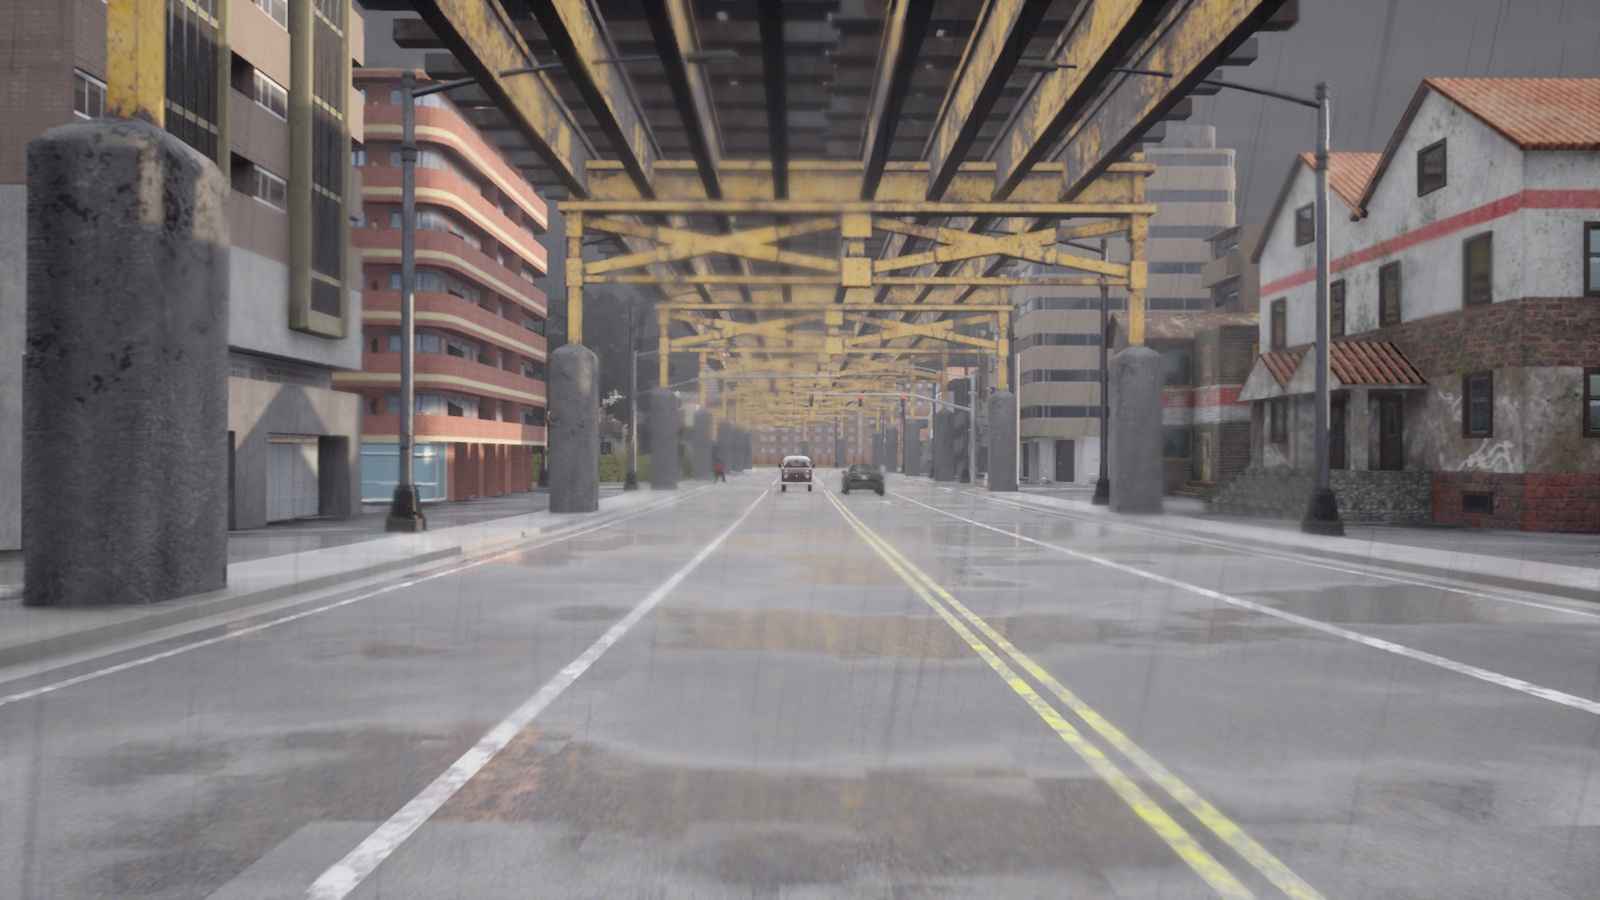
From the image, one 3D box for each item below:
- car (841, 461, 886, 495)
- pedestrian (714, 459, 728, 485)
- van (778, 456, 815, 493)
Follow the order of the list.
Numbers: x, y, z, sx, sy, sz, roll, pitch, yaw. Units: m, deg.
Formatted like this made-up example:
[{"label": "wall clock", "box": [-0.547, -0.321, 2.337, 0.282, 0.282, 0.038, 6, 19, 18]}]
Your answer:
[{"label": "car", "box": [3.331, 1.454, 66.617, 2.097, 1.767, 4.553, 0, 0, 0]}, {"label": "pedestrian", "box": [-5.515, 1.523, 87.767, 0.899, 1.844, 0.634, 0, 0, 7]}, {"label": "van", "box": [-0.184, 1.363, 72.316, 2.069, 2.038, 4.480, 0, 0, 0]}]
